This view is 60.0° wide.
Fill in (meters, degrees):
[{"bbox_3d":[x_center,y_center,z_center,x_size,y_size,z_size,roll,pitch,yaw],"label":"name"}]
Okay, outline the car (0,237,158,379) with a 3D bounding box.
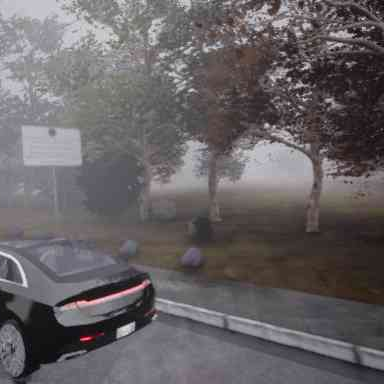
[{"bbox_3d":[-2.793,1.519,5.563,4.902,1.511,2.128,0,0,36],"label":"car"}]
